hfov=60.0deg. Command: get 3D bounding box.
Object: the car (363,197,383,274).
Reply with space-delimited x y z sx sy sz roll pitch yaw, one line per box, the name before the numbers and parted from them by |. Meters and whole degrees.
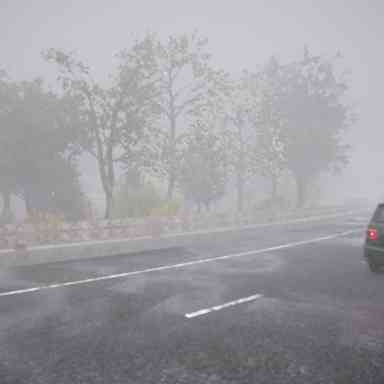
car | 6.954 1.242 9.576 5.566 2.045 2.150 0 0 -42
